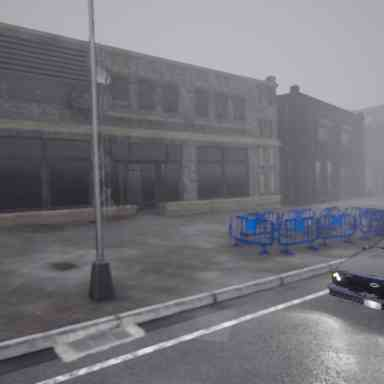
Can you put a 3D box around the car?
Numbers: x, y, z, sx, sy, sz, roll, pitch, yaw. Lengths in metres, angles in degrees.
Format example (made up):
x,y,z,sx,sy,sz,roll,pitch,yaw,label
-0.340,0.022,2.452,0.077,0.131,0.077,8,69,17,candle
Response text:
x,y,z,sx,sy,sz,roll,pitch,yaw,label
5.124,1.392,6.953,5.357,1.411,2.033,-1,1,-35,car
